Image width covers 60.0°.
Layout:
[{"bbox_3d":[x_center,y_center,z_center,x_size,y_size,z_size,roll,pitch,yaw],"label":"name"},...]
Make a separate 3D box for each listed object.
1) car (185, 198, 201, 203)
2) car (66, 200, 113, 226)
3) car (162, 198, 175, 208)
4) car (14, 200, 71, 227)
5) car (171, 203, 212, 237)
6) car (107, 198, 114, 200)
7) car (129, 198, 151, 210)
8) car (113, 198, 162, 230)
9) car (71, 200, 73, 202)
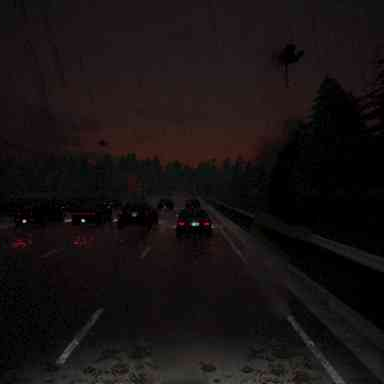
[{"bbox_3d":[0.111,1.570,44.161,1.837,1.490,4.892,0,0,0],"label":"car"},{"bbox_3d":[-6.893,1.541,23.473,1.837,1.490,4.892,0,0,0],"label":"car"},{"bbox_3d":[-3.389,1.570,44.129,1.837,1.490,4.892,0,0,0],"label":"car"},{"bbox_3d":[-10.395,1.540,23.051,1.837,1.490,4.892,0,0,0],"label":"car"},{"bbox_3d":[0.103,1.574,18.180,2.033,1.411,5.357,0,0,0],"label":"car"},{"bbox_3d":[-10.389,1.570,44.144,1.837,1.490,4.892,0,0,0],"label":"car"},{"bbox_3d":[-6.889,1.557,44.550,2.128,1.511,4.902,0,0,0],"label":"car"},{"bbox_3d":[-3.394,1.383,21.675,2.097,1.767,4.553,0,0,0],"label":"car"},{"bbox_3d":[-13.932,1.620,37.590,1.994,1.385,4.181,0,0,0],"label":"car"}]
